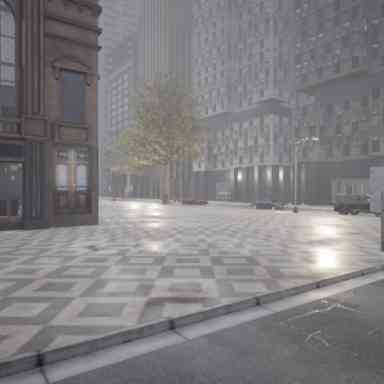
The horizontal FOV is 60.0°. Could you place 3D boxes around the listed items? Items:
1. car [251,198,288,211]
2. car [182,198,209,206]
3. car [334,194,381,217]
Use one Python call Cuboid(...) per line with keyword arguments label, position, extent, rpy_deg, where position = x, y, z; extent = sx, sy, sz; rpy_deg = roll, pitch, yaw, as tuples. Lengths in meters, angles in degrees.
Cuboid(label="car", position=(9.133, 1.462, 39.482), extent=(1.837, 1.490, 4.892), rpy_deg=(0, 1, -36))
Cuboid(label="car", position=(0.526, 1.536, 51.547), extent=(1.895, 1.301, 4.718), rpy_deg=(0, 0, -35))
Cuboid(label="car", position=(15.756, 1.199, 30.235), extent=(2.150, 2.045, 5.566), rpy_deg=(0, 0, -36))
